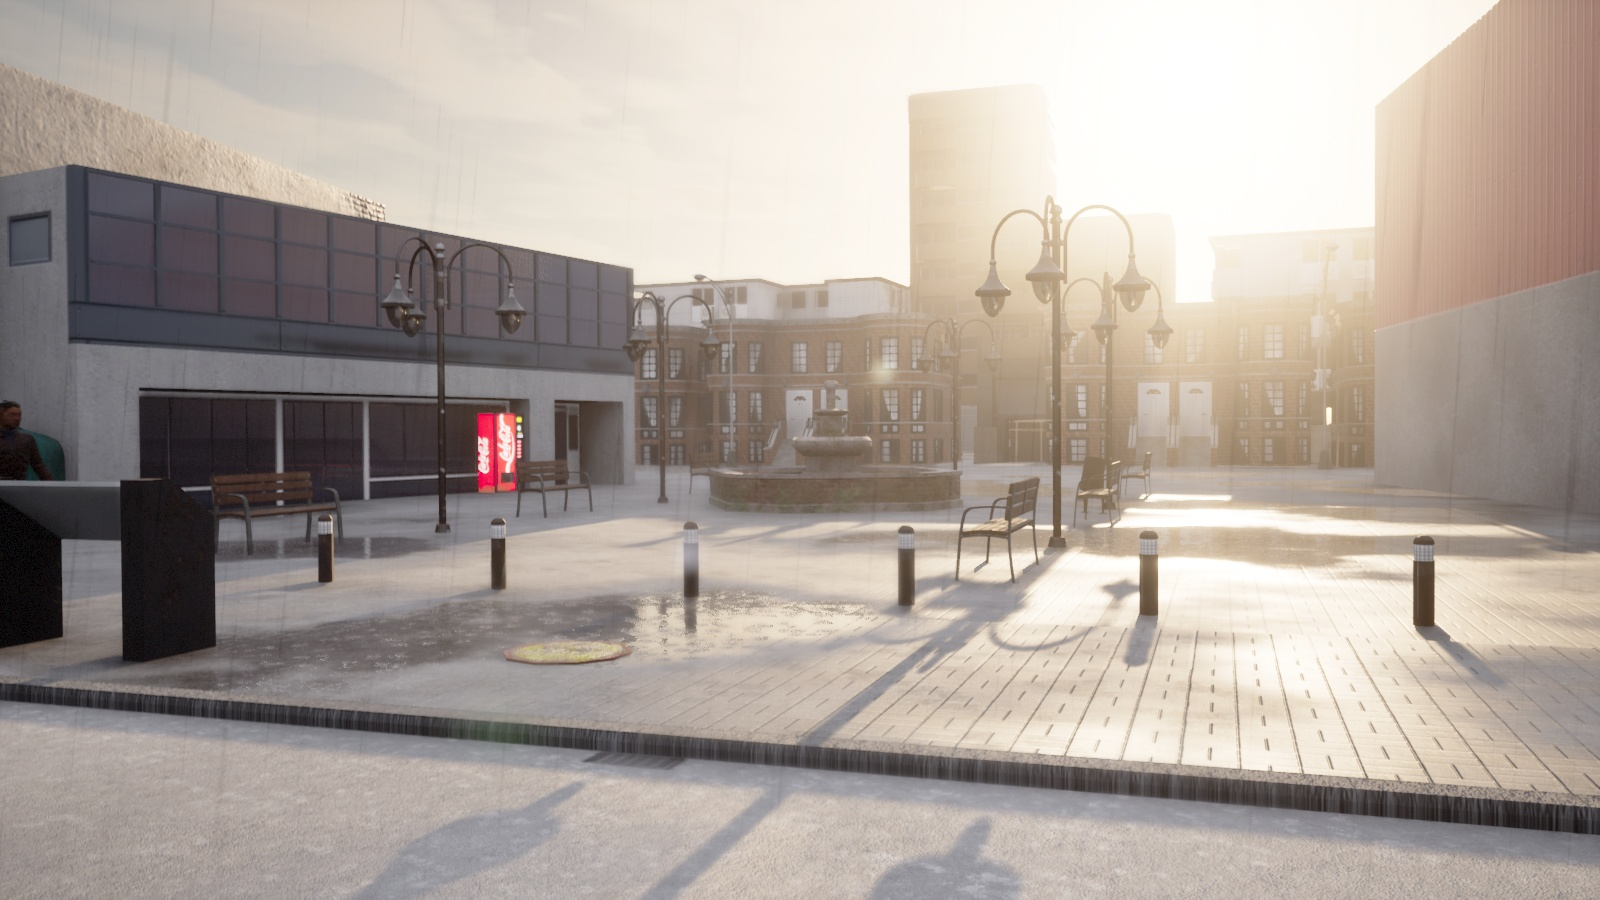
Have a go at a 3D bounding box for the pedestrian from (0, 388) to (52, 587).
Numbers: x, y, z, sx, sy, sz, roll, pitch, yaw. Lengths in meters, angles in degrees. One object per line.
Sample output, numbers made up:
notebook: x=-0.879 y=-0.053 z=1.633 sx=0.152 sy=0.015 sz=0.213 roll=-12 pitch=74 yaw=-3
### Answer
pedestrian: x=-7.553 y=0.341 z=11.942 sx=0.703 sy=1.840 sz=0.431 roll=1 pitch=1 yaw=26
